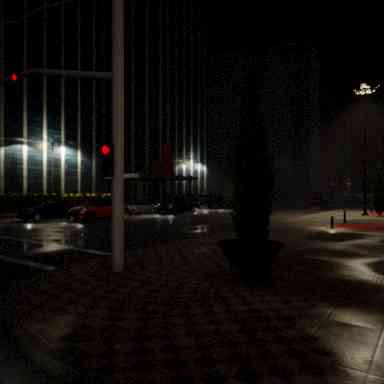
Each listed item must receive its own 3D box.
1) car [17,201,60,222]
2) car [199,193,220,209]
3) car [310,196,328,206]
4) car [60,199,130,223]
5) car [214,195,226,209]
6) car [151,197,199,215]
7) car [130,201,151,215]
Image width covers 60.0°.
[{"bbox_3d":[-11.255,1.475,26.586,1.882,1.535,5.008,0,0,35],"label":"car"},{"bbox_3d":[2.556,1.220,46.357,2.150,2.045,5.566,0,0,35],"label":"car"},{"bbox_3d":[20.437,1.500,53.356,1.837,1.490,4.892,0,-1,35],"label":"car"},{"bbox_3d":[-7.419,1.350,25.965,2.097,1.767,4.553,0,0,35],"label":"car"},{"bbox_3d":[5.479,1.487,44.440,2.128,1.511,4.902,0,0,35],"label":"car"},{"bbox_3d":[-1.648,1.350,34.244,2.097,1.767,4.553,0,0,35],"label":"car"},{"bbox_3d":[-5.593,1.599,34.712,1.895,1.301,4.718,0,0,35],"label":"car"}]
